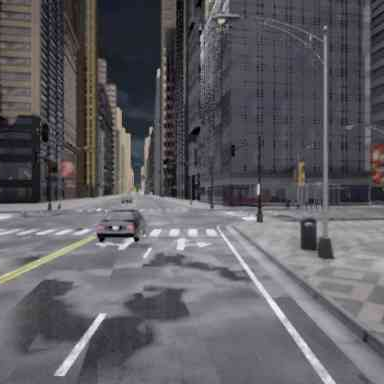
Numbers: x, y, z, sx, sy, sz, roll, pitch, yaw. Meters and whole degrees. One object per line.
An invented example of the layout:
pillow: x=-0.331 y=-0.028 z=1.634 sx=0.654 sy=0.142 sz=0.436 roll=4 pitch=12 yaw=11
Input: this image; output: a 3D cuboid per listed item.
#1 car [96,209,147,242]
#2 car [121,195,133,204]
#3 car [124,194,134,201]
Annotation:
car: x=-3.331 y=1.548 z=16.477 sx=2.033 sy=1.411 sz=5.357 roll=0 pitch=0 yaw=-3
car: x=-12.795 y=1.588 z=65.451 sx=1.994 sy=1.385 sz=4.181 roll=0 pitch=0 yaw=-9
car: x=-15.446 y=1.383 z=81.603 sx=2.128 sy=1.511 sz=4.902 roll=0 pitch=0 yaw=-9
